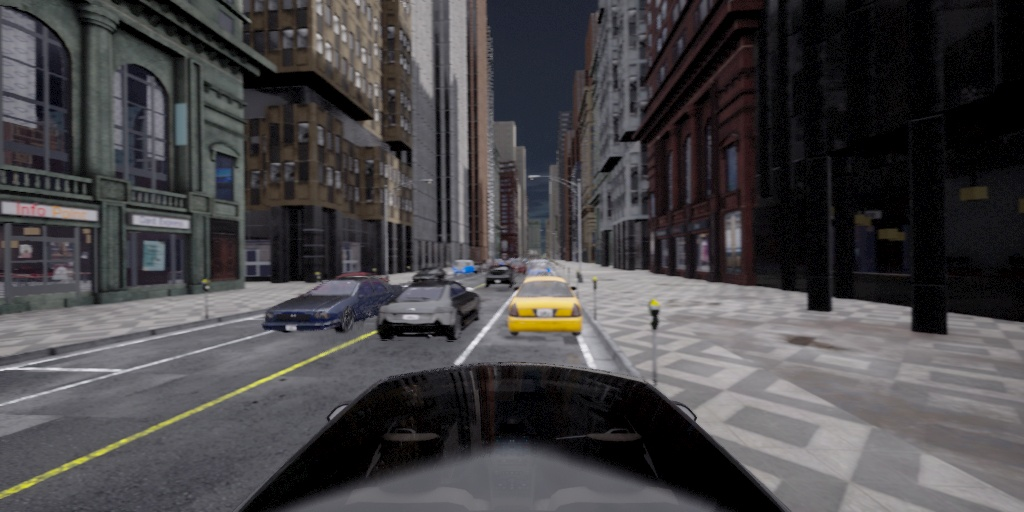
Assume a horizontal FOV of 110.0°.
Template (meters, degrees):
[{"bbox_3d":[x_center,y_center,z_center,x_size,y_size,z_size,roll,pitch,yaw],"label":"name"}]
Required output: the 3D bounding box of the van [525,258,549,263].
[{"bbox_3d":[2.148,1.192,27.313,1.690,1.789,3.998,0,0,5],"label":"van"}]

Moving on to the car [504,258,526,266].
[{"bbox_3d":[0.708,1.297,41.780,2.097,1.767,4.553,-1,0,5],"label":"car"}]

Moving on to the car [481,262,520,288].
[{"bbox_3d":[-0.707,1.382,25.453,1.837,1.490,4.892,-1,0,5],"label":"car"}]

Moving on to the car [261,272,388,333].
[{"bbox_3d":[-5.217,1.409,11.517,2.033,1.411,5.357,-1,0,5],"label":"car"}]

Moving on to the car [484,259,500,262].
[{"bbox_3d":[-3.732,1.390,56.151,2.192,1.841,5.009,0,0,5],"label":"car"}]

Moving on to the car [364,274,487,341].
[{"bbox_3d":[-2.125,1.381,10.195,1.994,1.385,4.181,-1,0,5],"label":"car"}]

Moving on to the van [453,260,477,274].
[{"bbox_3d":[-5.297,1.347,39.314,1.690,1.789,3.998,0,0,5],"label":"van"}]

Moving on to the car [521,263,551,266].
[{"bbox_3d":[1.642,1.354,21.871,1.751,1.417,4.829,0,0,5],"label":"car"}]

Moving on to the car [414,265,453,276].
[{"bbox_3d":[-6.341,1.526,28.089,1.948,1.339,4.313,0,0,5],"label":"car"}]

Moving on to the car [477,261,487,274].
[{"bbox_3d":[-4.776,1.595,44.927,1.948,1.339,4.313,0,0,5],"label":"car"}]

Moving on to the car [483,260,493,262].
[{"bbox_3d":[-4.254,1.618,50.539,1.948,1.339,4.313,0,0,5],"label":"car"}]

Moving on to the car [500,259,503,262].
[{"bbox_3d":[-3.210,1.643,61.764,1.888,1.381,4.507,0,0,5],"label":"car"}]

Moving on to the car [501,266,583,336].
[{"bbox_3d":[0.961,1.237,10.459,1.801,1.575,5.366,-1,0,5],"label":"car"}]
